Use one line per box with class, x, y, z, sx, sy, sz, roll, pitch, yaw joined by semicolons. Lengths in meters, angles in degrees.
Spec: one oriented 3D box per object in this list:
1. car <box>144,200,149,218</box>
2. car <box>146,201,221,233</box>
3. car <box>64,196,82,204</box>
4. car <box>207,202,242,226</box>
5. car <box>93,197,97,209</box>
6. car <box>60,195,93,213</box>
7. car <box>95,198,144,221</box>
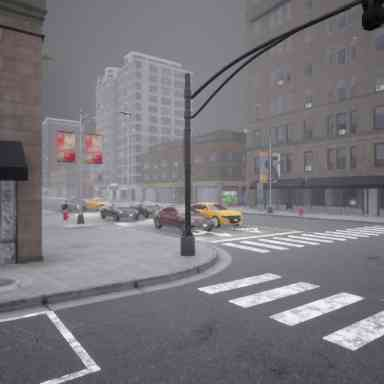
car;-4.178;1.485;30.065;1.812;1.442;4.674;0;0;-36
car;-0.646;1.505;19.615;1.812;1.442;4.674;0;0;-35
car;-21.507;1.405;59.948;1.837;1.490;4.892;0;-1;-36
car;1.265;1.451;22.502;1.882;1.535;5.008;0;0;-35
car;-11.090;1.420;39.644;1.882;1.535;5.008;0;0;-36
car;-13.216;1.440;37.032;2.128;1.511;4.902;0;0;-36
car;-5.967;1.492;26.989;1.812;1.442;4.674;0;0;-36
